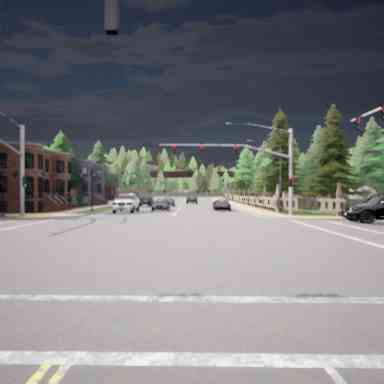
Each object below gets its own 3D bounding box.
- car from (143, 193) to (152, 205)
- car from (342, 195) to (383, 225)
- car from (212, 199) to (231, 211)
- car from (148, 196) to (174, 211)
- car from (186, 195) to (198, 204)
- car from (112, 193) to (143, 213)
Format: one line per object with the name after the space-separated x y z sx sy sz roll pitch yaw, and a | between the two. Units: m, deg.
-7.073 1.171 49.918 2.150 2.045 5.566 0 0 1 | car
13.584 1.197 23.423 5.566 2.045 2.150 0 0 0 | car
3.578 1.521 40.576 1.994 1.385 4.181 0 0 0 | car
-3.581 1.522 38.864 1.994 1.385 4.181 0 0 0 | car
-0.032 1.287 60.778 2.097 1.767 4.553 0 0 0 | car
-7.091 1.183 36.169 2.150 2.045 5.566 0 0 0 | car
